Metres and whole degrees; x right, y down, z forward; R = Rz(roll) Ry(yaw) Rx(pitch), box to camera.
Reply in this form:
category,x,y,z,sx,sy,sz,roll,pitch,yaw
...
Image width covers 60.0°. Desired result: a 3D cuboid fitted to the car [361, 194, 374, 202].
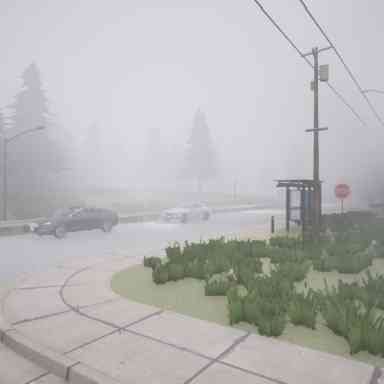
category,x,y,z,sx,sy,sz,roll,pitch,yaw
car,40.420,1.355,76.466,2.097,1.767,4.553,0,0,36

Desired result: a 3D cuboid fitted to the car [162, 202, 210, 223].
category,x,y,z,sx,sy,sz,roll,pitch,yaw
car,-0.319,1.526,25.845,1.812,1.442,4.674,0,0,36

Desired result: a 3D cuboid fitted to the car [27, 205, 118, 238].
category,x,y,z,sx,sy,sz,roll,pitch,yaw
car,-6.165,1.492,17.772,2.128,1.511,4.902,0,0,36
